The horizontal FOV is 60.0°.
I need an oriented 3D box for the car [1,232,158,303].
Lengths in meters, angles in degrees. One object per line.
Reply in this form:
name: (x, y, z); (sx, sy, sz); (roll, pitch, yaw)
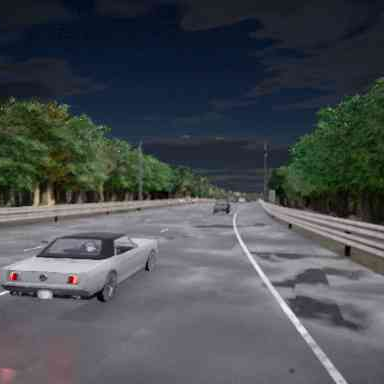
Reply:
car: (-2.358, 1.683, 8.502); (1.895, 1.301, 4.718); (0, -1, 11)

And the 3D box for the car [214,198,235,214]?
car: (3.845, 1.905, 41.990); (2.128, 1.511, 4.902); (0, -1, 10)
